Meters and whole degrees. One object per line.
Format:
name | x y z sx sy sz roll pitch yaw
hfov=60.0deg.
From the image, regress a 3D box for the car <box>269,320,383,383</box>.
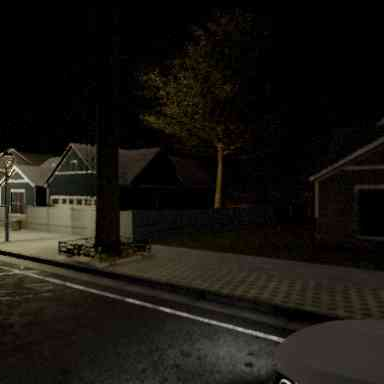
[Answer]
car | 2.791 1.526 2.003 4.674 1.442 1.812 0 0 35
